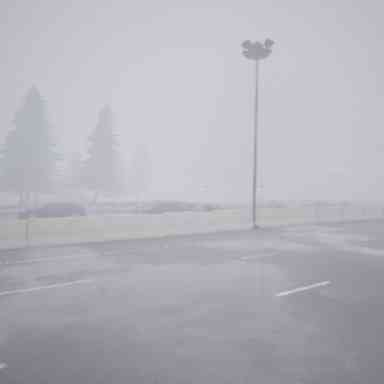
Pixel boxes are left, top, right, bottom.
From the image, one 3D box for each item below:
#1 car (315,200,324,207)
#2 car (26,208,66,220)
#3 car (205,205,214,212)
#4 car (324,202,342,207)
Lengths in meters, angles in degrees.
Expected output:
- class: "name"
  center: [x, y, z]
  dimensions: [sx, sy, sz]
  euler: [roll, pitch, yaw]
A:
- class: "car"
  center: [15.243, 1.762, 40.401]
  dimensions: [4.902, 1.511, 2.128]
  euler: [1, 0, -35]
- class: "car"
  center: [-10.941, 1.484, 26.272]
  dimensions: [5.008, 1.535, 1.882]
  euler: [1, 0, -35]
- class: "car"
  center: [0.897, 1.701, 26.089]
  dimensions: [4.718, 1.301, 1.895]
  euler: [1, 0, -35]
- class: "car"
  center: [17.361, 1.858, 37.610]
  dimensions: [4.181, 1.385, 1.994]
  euler: [1, 0, -35]
